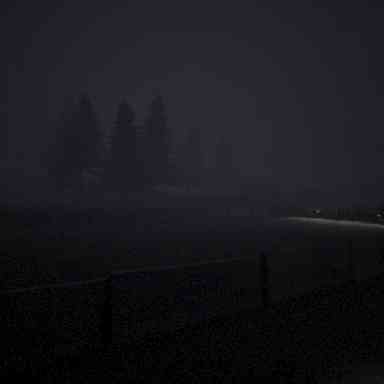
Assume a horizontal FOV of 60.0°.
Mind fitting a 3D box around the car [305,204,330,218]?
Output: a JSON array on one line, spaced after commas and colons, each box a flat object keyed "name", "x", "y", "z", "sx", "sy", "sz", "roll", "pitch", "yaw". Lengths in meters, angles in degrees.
[{"name": "car", "x": 14.046, "y": 2.004, "z": 35.494, "sx": 4.674, "sy": 1.442, "sz": 1.812, "roll": 1, "pitch": -1, "yaw": -35}]

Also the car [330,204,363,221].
[{"name": "car", "x": 16.058, "y": 1.957, "z": 32.631, "sx": 5.008, "sy": 1.535, "sz": 1.882, "roll": 1, "pitch": -1, "yaw": -35}]

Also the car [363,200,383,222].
[{"name": "car", "x": 18.082, "y": 1.701, "z": 29.777, "sx": 5.566, "sy": 2.045, "sz": 2.150, "roll": 1, "pitch": -1, "yaw": -35}]
